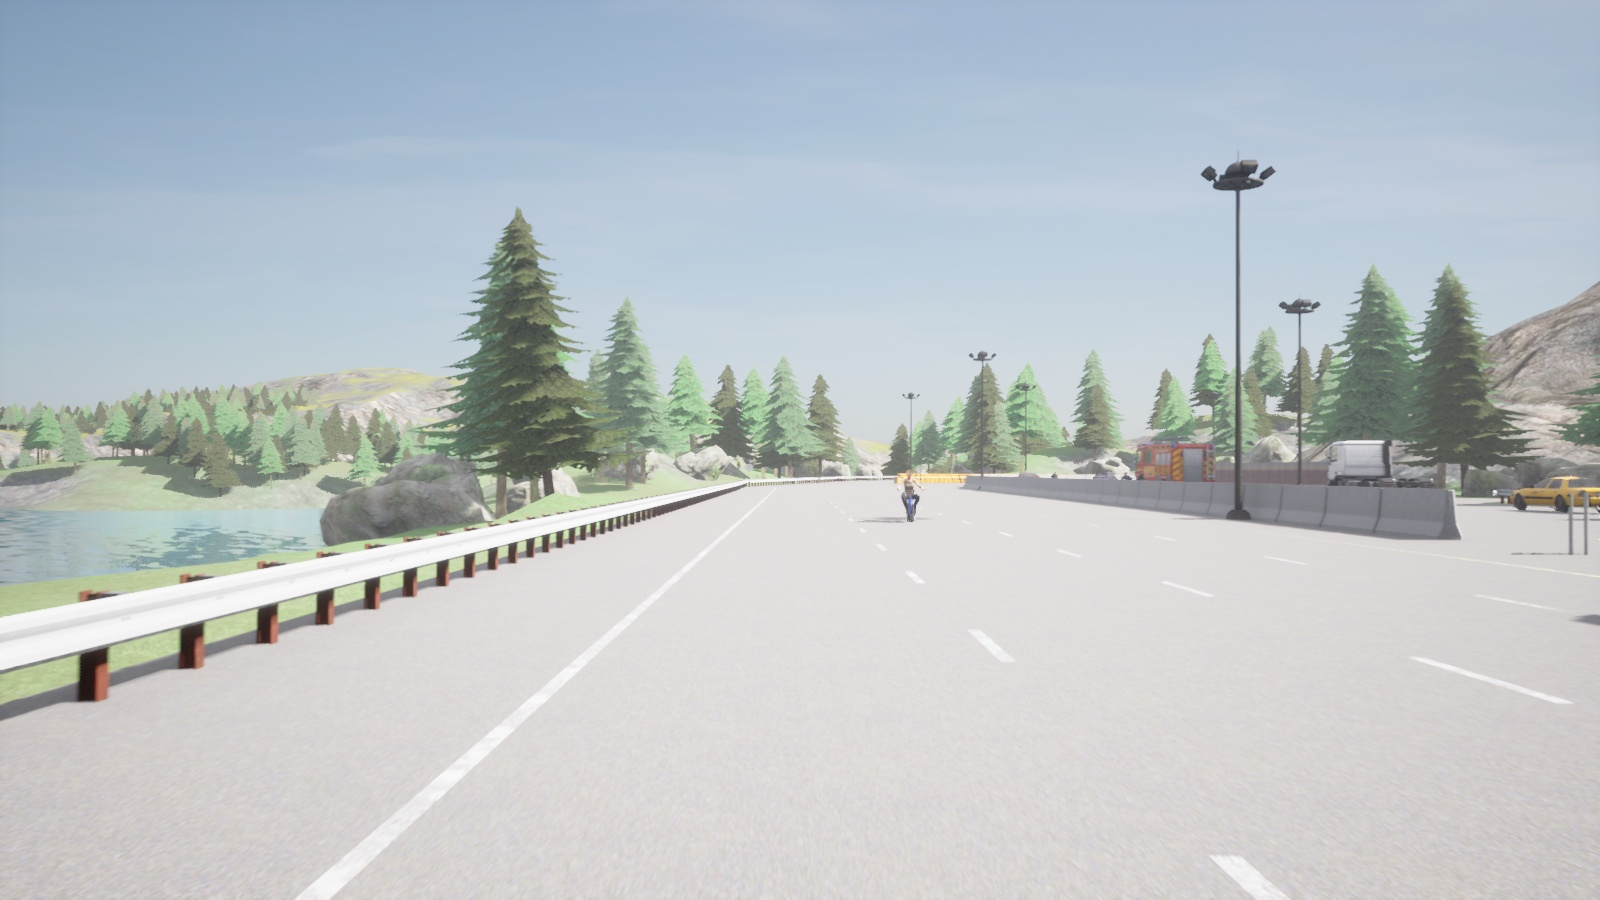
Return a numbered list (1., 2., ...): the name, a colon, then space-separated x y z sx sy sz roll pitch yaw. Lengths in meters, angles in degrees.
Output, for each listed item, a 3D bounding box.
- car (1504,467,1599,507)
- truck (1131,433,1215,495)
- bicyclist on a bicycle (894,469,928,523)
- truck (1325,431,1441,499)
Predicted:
1. car: 31.380 1.493 51.654 1.801 1.575 5.366 0 -1 0
2. truck: 24.242 0.927 82.070 2.891 3.827 8.468 0 -1 0
3. bicyclist on a bicycle: 3.368 1.378 38.226 0.866 1.612 1.509 -1 -1 -1
4. truck: 31.450 0.848 68.152 2.891 3.462 7.936 -1 -1 3
